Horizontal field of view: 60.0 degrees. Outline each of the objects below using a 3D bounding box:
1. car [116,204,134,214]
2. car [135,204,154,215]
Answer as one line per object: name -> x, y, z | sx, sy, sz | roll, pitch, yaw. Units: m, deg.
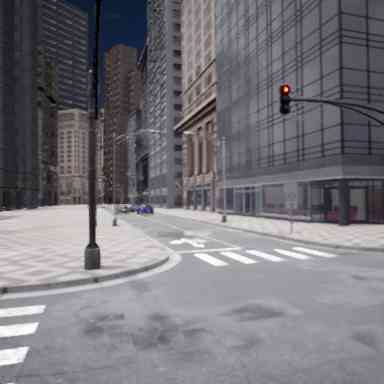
car -> -11.065, 2.710, 52.904 | 2.128, 1.511, 4.902 | 0, -1, -17
car -> -6.954, 2.584, 49.827 | 1.882, 1.535, 5.008 | 0, -1, -17
